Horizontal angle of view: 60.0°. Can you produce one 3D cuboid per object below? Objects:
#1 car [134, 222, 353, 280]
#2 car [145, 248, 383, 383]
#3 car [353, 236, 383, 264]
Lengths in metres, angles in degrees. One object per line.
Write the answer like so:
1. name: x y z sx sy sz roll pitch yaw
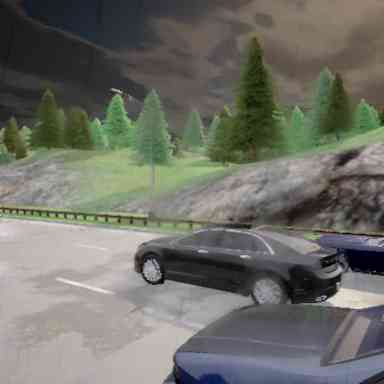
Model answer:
1. car: 0.785 1.467 7.663 4.892 1.490 1.837 1 1 35
2. car: 2.347 1.547 2.310 5.357 1.411 2.033 1 0 35
3. car: 5.537 1.581 8.592 4.718 1.301 1.895 1 0 36
